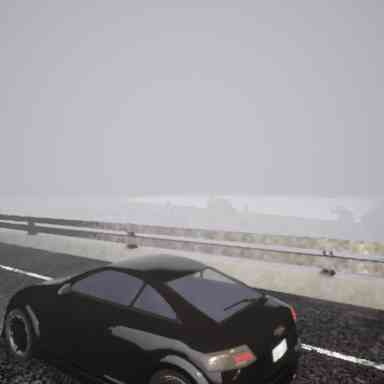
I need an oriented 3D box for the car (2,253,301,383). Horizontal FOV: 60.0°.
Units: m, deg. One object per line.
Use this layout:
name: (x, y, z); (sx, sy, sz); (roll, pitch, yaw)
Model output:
car: (-0.742, 1.575, 4.536); (4.181, 1.385, 1.994); (0, 0, 36)
